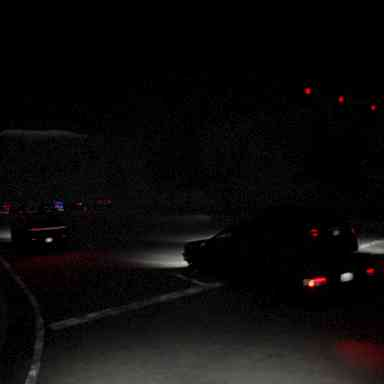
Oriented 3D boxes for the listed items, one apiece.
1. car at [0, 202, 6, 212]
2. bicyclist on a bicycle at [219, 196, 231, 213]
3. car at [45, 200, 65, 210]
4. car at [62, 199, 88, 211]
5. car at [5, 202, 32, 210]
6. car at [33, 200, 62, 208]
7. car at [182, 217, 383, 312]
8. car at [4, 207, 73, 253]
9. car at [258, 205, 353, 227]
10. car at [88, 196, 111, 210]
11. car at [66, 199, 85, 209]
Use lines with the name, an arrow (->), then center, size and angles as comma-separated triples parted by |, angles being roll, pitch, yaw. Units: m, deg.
car -> -28.832, 2.334, 52.274 | 1.812, 1.442, 4.674 | -2, 0, -35
bicyclist on a bicycle -> 3.183, 1.180, 32.120 | 1.656, 1.620, 0.582 | -2, 0, -35
car -> -23.270, 2.118, 56.387 | 1.882, 1.535, 5.008 | -2, 0, -35
car -> -17.156, 1.958, 47.929 | 2.128, 1.511, 4.902 | -2, 0, -35
car -> -23.014, 2.244, 44.098 | 1.895, 1.301, 4.718 | -2, 0, -35
car -> -19.903, 2.097, 45.747 | 2.033, 1.411, 5.357 | -2, 0, -35
car -> 1.553, 1.494, 7.833 | 2.033, 1.411, 5.357 | -2, 0, -24
car -> -6.899, 1.682, 14.948 | 2.128, 1.511, 4.902 | -2, 0, -34
car -> 3.273, 1.244, 11.640 | 2.097, 1.767, 4.553 | -2, 0, -27
car -> -13.909, 1.593, 49.386 | 2.150, 2.045, 5.566 | -2, 0, -35
car -> -20.554, 2.035, 58.605 | 1.882, 1.535, 5.008 | -2, 0, -35
